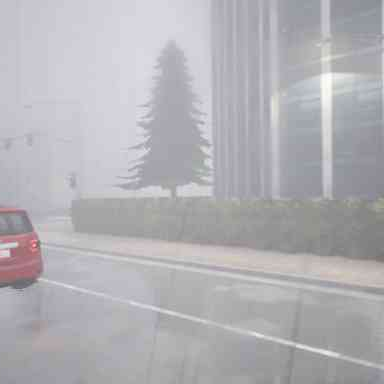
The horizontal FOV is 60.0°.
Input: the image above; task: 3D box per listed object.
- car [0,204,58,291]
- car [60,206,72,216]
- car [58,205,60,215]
[{"bbox_3d":[-5.890,1.333,8.156,5.566,2.045,2.150,0,0,37],"label":"car"},{"bbox_3d":[-11.507,1.910,35.889,1.994,1.385,4.181,-1,0,36],"label":"car"},{"bbox_3d":[-15.779,1.951,35.973,1.994,1.385,4.181,-1,0,36],"label":"car"}]
